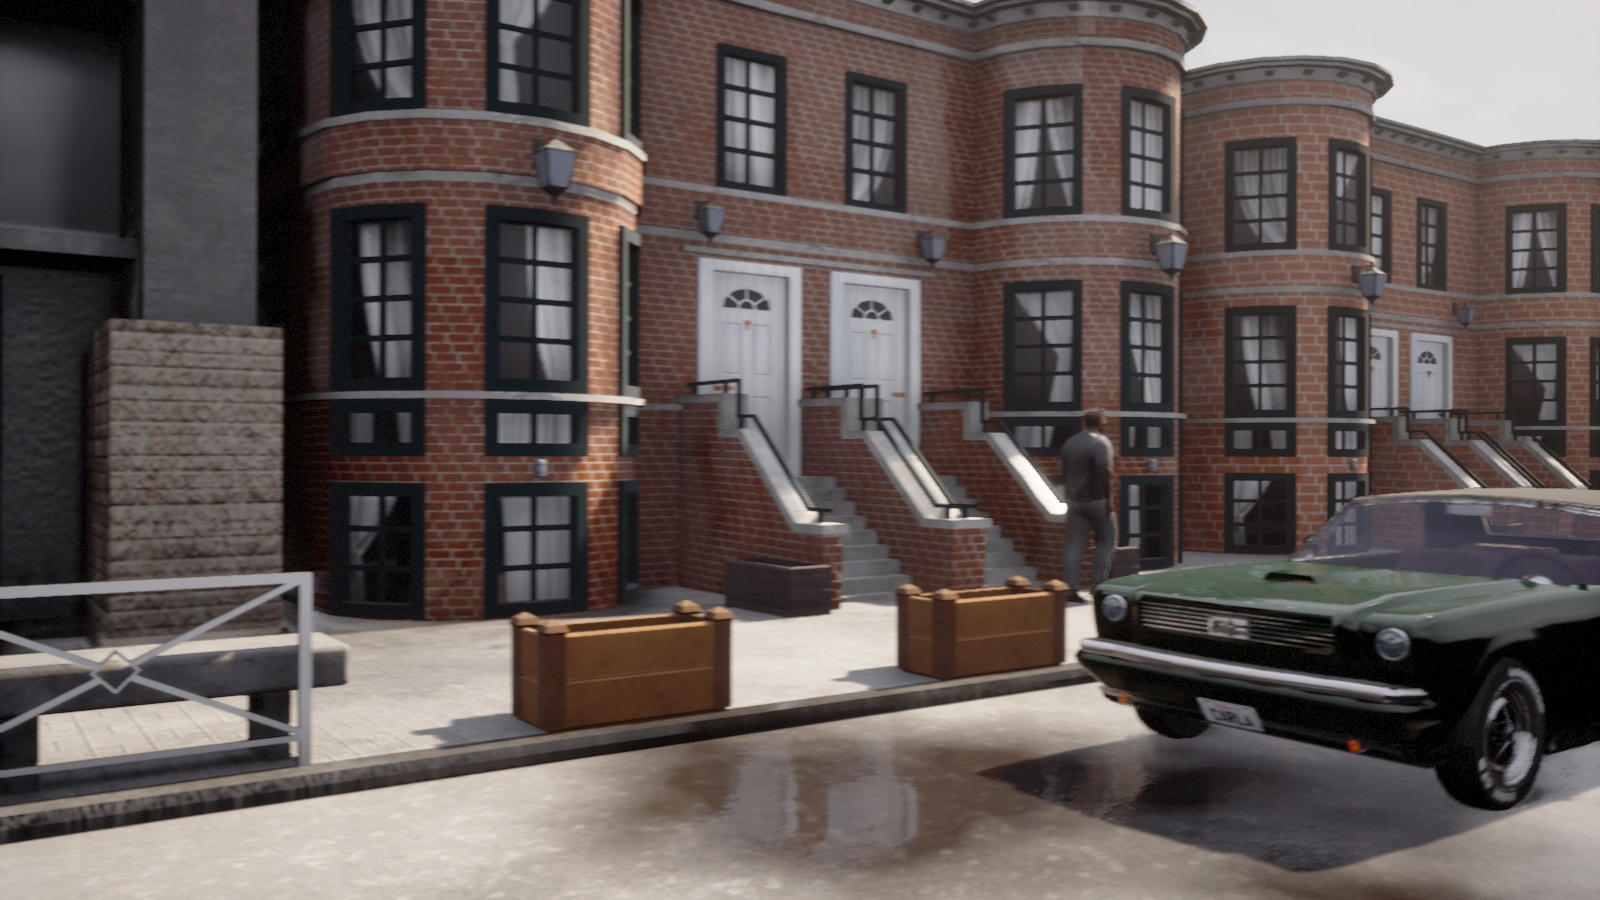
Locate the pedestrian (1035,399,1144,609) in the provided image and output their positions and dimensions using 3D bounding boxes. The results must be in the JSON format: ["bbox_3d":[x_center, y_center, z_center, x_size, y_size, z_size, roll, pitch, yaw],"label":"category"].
[{"bbox_3d":[2.704,0.483,11.723,0.849,1.883,0.563,0,0,-35],"label":"pedestrian"}]

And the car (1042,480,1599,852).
[{"bbox_3d":[3.684,0.858,6.832,4.718,1.301,1.895,0,0,-35],"label":"car"}]
